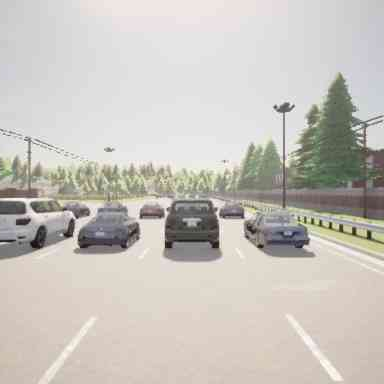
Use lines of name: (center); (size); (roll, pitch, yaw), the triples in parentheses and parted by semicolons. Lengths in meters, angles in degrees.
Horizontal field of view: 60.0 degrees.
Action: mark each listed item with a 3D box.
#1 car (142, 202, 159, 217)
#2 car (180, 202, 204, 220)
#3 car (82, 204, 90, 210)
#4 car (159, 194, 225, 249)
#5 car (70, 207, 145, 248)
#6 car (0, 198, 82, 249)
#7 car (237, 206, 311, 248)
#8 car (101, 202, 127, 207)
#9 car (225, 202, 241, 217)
car: (-3.500, 1.570, 29.650); (1.994, 1.385, 4.181); (0, 0, 0)
car: (0.000, 1.614, 29.680); (1.895, 1.301, 4.718); (0, 0, 0)
car: (-10.500, 1.570, 29.650); (1.994, 1.385, 4.181); (0, 0, 0)
car: (0.000, 1.255, 14.680); (2.150, 2.045, 5.566); (0, 0, 0)
car: (-3.500, 1.569, 14.650); (1.994, 1.385, 4.181); (0, 0, 0)
car: (-7.000, 1.255, 14.680); (2.150, 2.045, 5.566); (0, 0, 0)
car: (3.500, 1.560, 14.650); (2.033, 1.411, 5.357); (0, 0, 0)
car: (-7.000, 1.560, 29.650); (2.033, 1.411, 5.357); (0, 0, 0)
car: (3.500, 1.570, 29.650); (1.994, 1.385, 4.181); (0, 0, 0)
